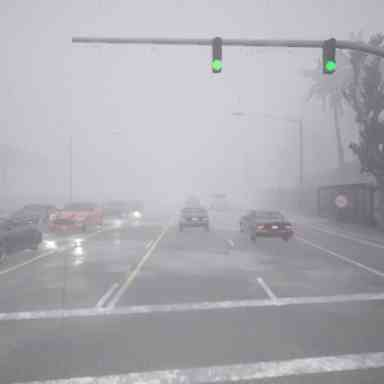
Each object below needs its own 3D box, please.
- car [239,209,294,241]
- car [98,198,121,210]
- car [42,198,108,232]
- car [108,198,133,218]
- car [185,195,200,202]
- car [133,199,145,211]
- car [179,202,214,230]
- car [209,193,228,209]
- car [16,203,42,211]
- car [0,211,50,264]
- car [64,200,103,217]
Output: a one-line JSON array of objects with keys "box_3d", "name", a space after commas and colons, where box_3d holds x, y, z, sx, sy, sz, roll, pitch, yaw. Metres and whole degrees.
[{"box_3d": [3.624, 1.594, 17.058, 2.033, 1.411, 5.357, 0, 0, 0], "name": "car"}, {"box_3d": [-10.449, 1.465, 42.425, 1.994, 1.385, 4.181, 0, 1, 0], "name": "car"}, {"box_3d": [-7.018, 1.391, 20.513, 2.097, 1.767, 4.553, 0, 0, 0], "name": "car"}, {"box_3d": [-6.963, 1.507, 30.365, 1.837, 1.490, 4.892, 0, 0, 0], "name": "car"}, {"box_3d": [0.077, 1.217, 46.696, 2.097, 1.767, 4.553, 0, 0, 0], "name": "car"}, {"box_3d": [-6.951, 1.524, 40.349, 1.895, 1.301, 4.718, 0, 1, 0], "name": "car"}, {"box_3d": [0.126, 1.589, 21.194, 2.033, 1.411, 5.357, 0, 0, 0], "name": "car"}, {"box_3d": [3.554, 1.111, 44.528, 2.150, 2.045, 5.566, 0, 1, 0], "name": "car"}, {"box_3d": [-10.494, 1.540, 22.578, 1.837, 1.490, 4.892, 0, 0, 0], "name": "car"}, {"box_3d": [-7.070, 1.608, 11.834, 1.994, 1.385, 4.181, 0, 0, 0], "name": "car"}, {"box_3d": [-10.461, 1.535, 32.443, 2.033, 1.411, 5.357, 0, 0, 0], "name": "car"}]
